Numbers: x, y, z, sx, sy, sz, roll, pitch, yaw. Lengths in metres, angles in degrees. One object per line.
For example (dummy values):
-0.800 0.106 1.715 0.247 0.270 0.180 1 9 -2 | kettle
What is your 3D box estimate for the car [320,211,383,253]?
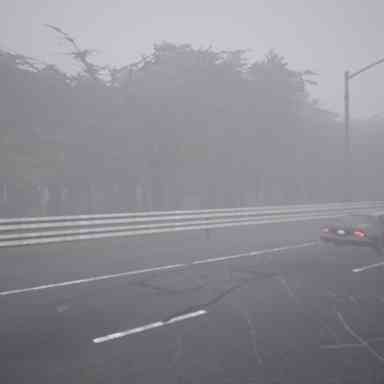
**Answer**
7.341 1.461 13.279 5.357 1.411 2.033 0 0 -35 | car
